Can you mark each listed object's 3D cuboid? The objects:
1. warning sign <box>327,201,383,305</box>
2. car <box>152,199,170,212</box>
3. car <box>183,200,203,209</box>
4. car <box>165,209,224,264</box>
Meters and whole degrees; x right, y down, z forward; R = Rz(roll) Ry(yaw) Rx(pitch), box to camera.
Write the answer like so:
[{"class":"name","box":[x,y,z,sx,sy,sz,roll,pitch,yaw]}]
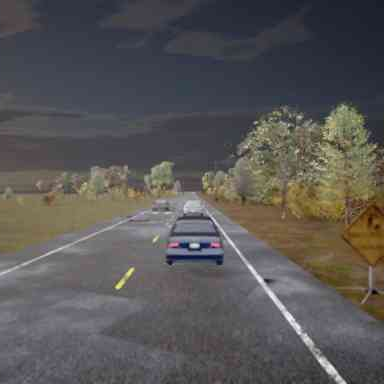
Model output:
[{"class":"warning sign","box":[3.545,1.126,6.560,1.300,1.860,1.060,0,0,0]},{"class":"car","box":[-3.595,1.565,39.225,1.812,1.442,4.674,0,0,0]},{"class":"car","box":[0.084,1.563,33.114,1.812,1.442,4.674,0,0,0]},{"class":"car","box":[0.083,1.565,11.911,2.033,1.411,5.357,0,0,0]}]
